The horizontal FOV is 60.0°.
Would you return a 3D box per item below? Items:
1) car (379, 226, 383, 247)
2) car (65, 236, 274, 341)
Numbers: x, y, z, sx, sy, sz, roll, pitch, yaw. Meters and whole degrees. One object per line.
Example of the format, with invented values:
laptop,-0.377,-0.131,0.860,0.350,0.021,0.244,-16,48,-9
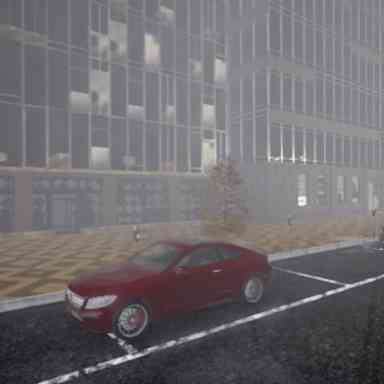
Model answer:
car,9.059,1.437,13.021,4.507,1.381,1.887,-1,0,-36
car,-0.209,1.557,6.410,4.206,1.307,1.802,-1,0,-36
